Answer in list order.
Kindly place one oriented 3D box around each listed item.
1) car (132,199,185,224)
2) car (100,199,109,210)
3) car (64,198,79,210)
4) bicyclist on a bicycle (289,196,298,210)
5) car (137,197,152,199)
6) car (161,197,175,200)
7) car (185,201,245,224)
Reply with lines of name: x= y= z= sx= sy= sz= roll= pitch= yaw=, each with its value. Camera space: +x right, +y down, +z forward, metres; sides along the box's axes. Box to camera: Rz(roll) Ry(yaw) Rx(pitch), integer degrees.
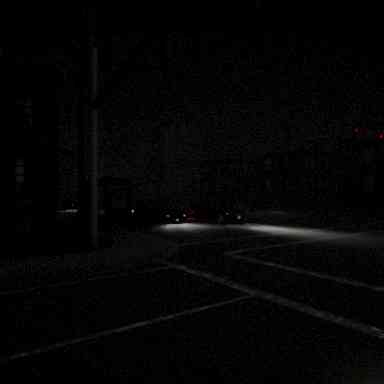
car: x=-2.532 y=1.532 z=24.952 sx=2.033 sy=1.411 sz=5.357 roll=0 pitch=0 yaw=-35
car: x=-9.857 y=1.544 z=41.400 sx=1.994 sy=1.385 sz=4.181 roll=0 pitch=0 yaw=-35
car: x=-15.268 y=1.511 z=43.031 sx=1.812 sy=1.442 sz=4.674 roll=0 pitch=0 yaw=-35
bicyclist on a bicycle: x=11.933 y=1.259 z=39.108 sx=1.656 sy=1.620 sz=0.582 roll=0 pitch=0 yaw=-35
car: x=-7.357 y=1.478 z=50.105 sx=1.837 sy=1.490 sz=4.892 roll=0 pitch=0 yaw=-35
car: x=-3.971 y=1.492 z=51.387 sx=1.812 sy=1.442 sz=4.674 roll=0 pitch=0 yaw=-35
car: x=1.892 y=1.469 z=24.783 sx=2.128 sy=1.511 sz=4.902 roll=0 pitch=0 yaw=-33
